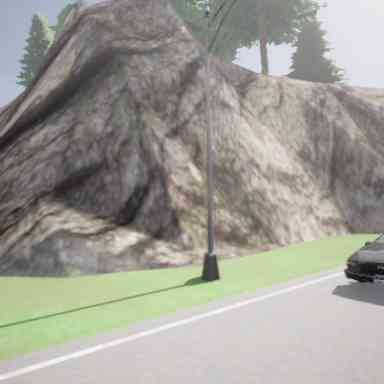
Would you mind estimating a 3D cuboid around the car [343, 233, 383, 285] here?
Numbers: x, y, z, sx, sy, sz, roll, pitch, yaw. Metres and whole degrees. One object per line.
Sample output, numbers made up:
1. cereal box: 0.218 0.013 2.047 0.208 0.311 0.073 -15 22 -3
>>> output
1. car: 6.217 1.596 9.023 5.357 1.411 2.033 0 -1 -39
